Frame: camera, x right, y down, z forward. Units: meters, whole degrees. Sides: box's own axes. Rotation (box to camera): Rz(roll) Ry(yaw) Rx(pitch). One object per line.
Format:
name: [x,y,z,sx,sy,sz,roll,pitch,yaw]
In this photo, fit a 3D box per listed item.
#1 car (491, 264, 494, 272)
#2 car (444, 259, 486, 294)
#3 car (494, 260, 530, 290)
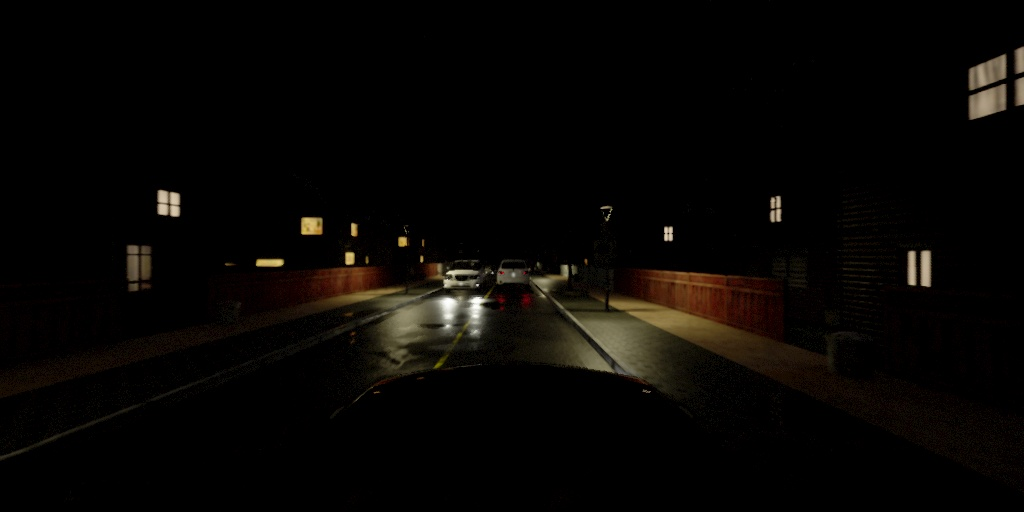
car: [-2.795,2.065,64.714,2.033,1.411,5.357,0,-1,1]
car: [-2.859,1.232,22.876,2.150,2.045,5.566,0,-1,0]
car: [0.085,1.266,25.475,2.150,2.045,5.566,0,0,0]
